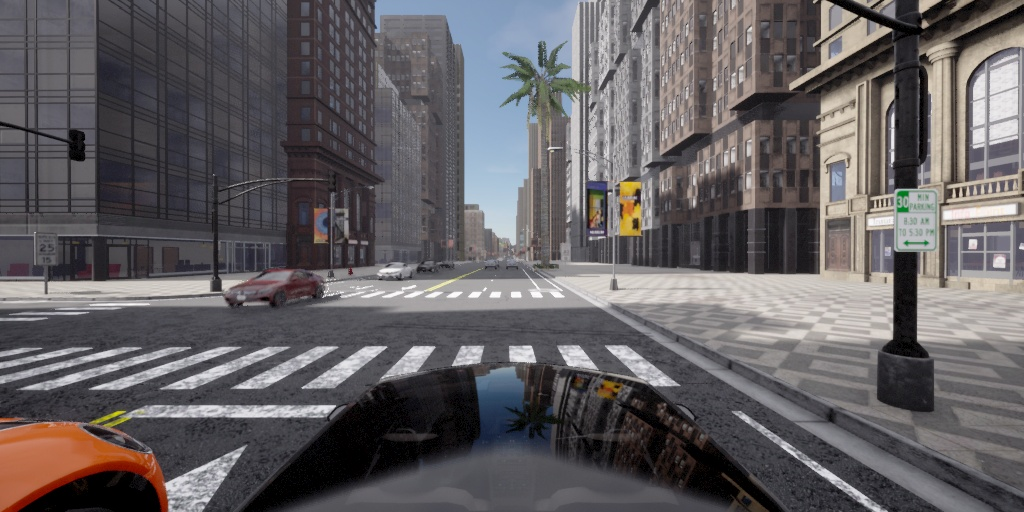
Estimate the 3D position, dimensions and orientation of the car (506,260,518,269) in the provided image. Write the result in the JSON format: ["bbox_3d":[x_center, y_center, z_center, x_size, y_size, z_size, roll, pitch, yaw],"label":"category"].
[{"bbox_3d":[0.014,1.335,55.747,2.033,1.411,5.357,0,0,0],"label":"car"}]

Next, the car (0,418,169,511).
[{"bbox_3d":[-3.150,1.102,0.269,2.097,1.767,4.553,0,0,0],"label":"car"}]

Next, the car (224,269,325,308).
[{"bbox_3d":[-9.844,1.277,15.377,1.812,1.442,4.674,0,0,0],"label":"car"}]

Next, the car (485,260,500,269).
[{"bbox_3d":[-3.236,1.335,55.749,2.033,1.411,5.357,0,0,0],"label":"car"}]

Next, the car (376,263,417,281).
[{"bbox_3d":[-9.844,1.283,30.481,1.812,1.442,4.674,0,0,0],"label":"car"}]

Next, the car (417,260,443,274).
[{"bbox_3d":[-9.839,1.273,42.121,1.837,1.490,4.892,0,-1,0],"label":"car"}]

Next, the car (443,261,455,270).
[{"bbox_3d":[-9.796,1.384,53.782,1.895,1.301,4.718,0,0,0],"label":"car"}]
